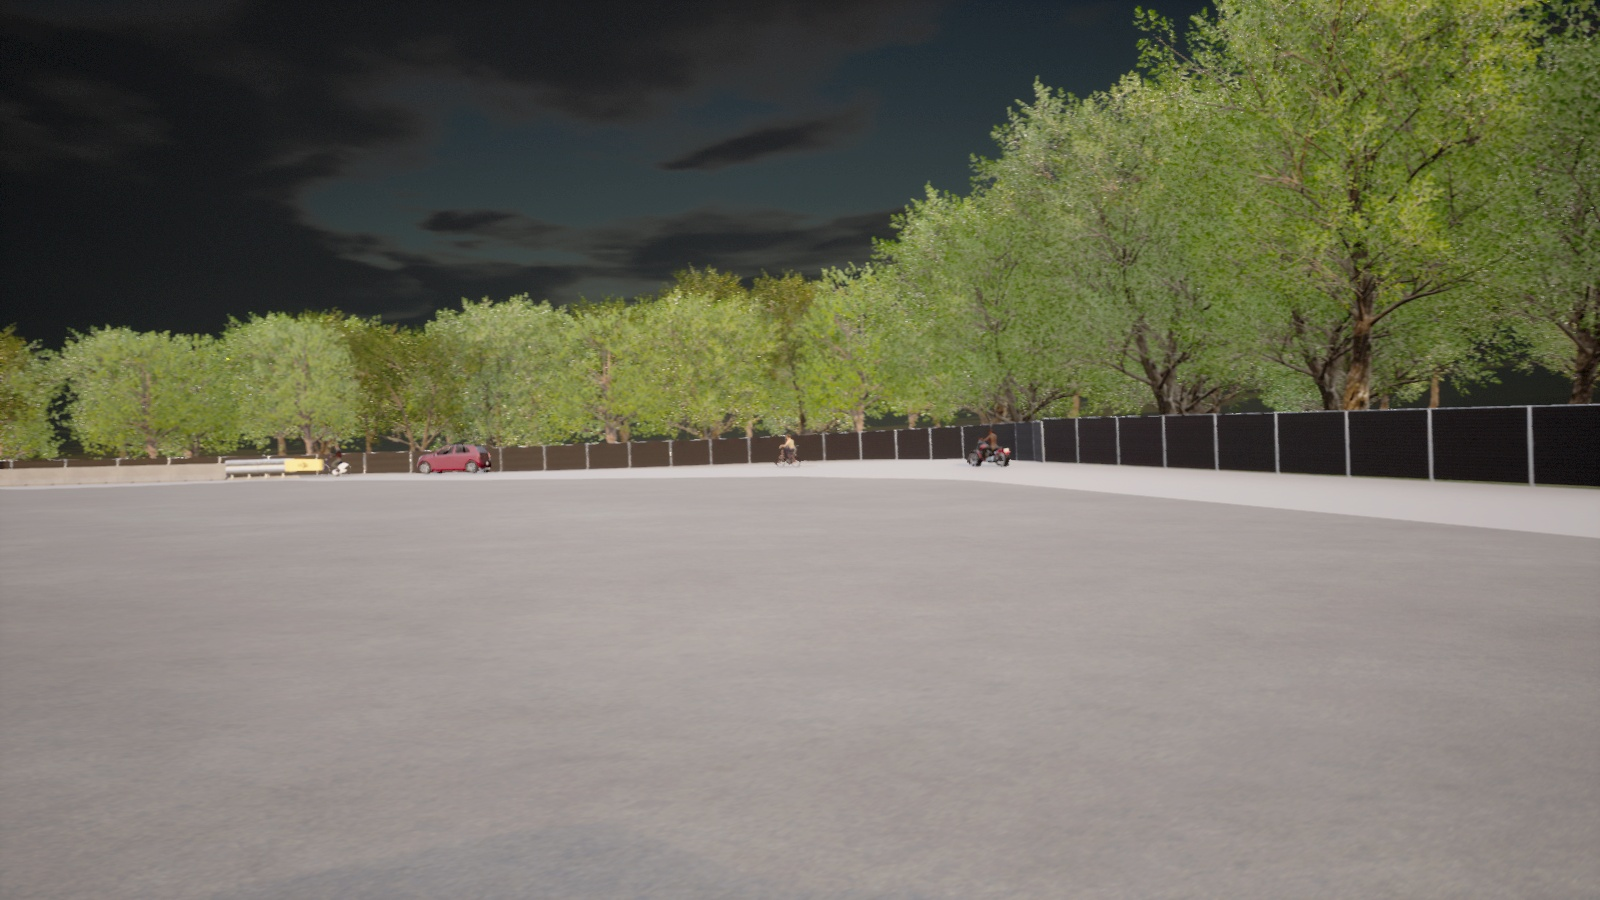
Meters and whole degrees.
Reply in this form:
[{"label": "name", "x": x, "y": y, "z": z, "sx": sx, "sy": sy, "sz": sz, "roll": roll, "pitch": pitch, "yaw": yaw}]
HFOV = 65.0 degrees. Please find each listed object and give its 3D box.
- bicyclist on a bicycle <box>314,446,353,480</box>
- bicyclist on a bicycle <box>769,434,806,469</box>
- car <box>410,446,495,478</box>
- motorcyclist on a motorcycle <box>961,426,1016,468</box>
[{"label": "bicyclist on a bicycle", "x": -24.936, "y": 0.710, "z": 67.139, "sx": 1.843, "sy": 1.776, "sz": 0.659, "roll": -1, "pitch": -1, "yaw": -3}, {"label": "bicyclist on a bicycle", "x": -0.603, "y": 0.076, "z": 60.474, "sx": 1.509, "sy": 1.612, "sz": 0.866, "roll": -1, "pitch": 1, "yaw": 37}, {"label": "car", "x": -17.593, "y": 0.597, "z": 63.646, "sx": 3.633, "sy": 1.501, "sz": 1.845, "roll": -2, "pitch": 0, "yaw": 9}, {"label": "motorcyclist on a motorcycle", "x": 7.799, "y": -0.102, "z": 52.023, "sx": 0.766, "sy": 1.649, "sz": 2.350, "roll": -4, "pitch": 2, "yaw": -35}]
